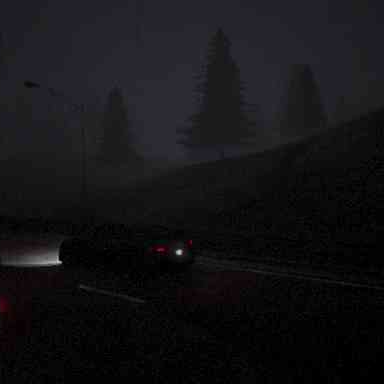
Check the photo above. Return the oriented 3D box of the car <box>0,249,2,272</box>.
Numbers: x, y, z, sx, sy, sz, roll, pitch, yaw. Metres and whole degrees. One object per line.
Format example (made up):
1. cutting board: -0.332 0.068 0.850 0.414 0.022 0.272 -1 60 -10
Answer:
1. car: -7.176 1.384 8.989 4.553 1.767 2.097 -1 0 35

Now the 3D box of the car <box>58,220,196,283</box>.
1. car: -1.963 1.526 9.635 4.181 1.385 1.994 0 0 35
